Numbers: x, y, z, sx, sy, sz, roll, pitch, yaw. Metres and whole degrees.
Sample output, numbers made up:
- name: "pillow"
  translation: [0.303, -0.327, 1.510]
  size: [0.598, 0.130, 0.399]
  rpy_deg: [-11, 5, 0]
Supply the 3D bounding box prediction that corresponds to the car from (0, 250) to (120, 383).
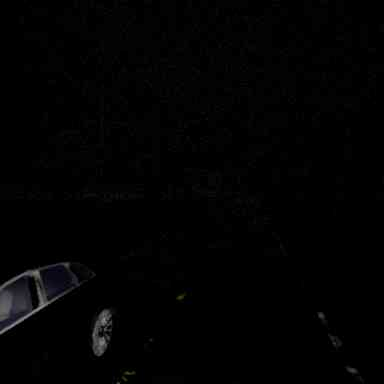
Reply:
- name: "car"
  translation: [-2.304, 1.458, 3.235]
  size: [2.128, 1.511, 4.902]
  rpy_deg: [1, 0, 10]
